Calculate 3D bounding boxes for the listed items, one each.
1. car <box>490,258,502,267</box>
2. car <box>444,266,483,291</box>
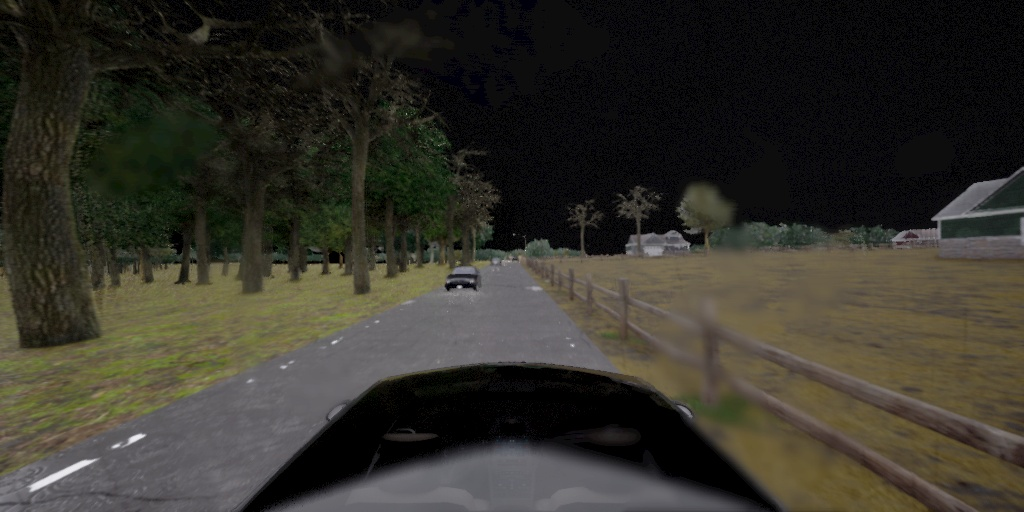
[{"bbox_3d":[-2.789,1.036,62.943,2.128,1.511,4.902,0,1,1],"label":"car"},{"bbox_3d":[-2.852,1.312,22.162,2.033,1.411,5.357,0,0,0],"label":"car"}]
